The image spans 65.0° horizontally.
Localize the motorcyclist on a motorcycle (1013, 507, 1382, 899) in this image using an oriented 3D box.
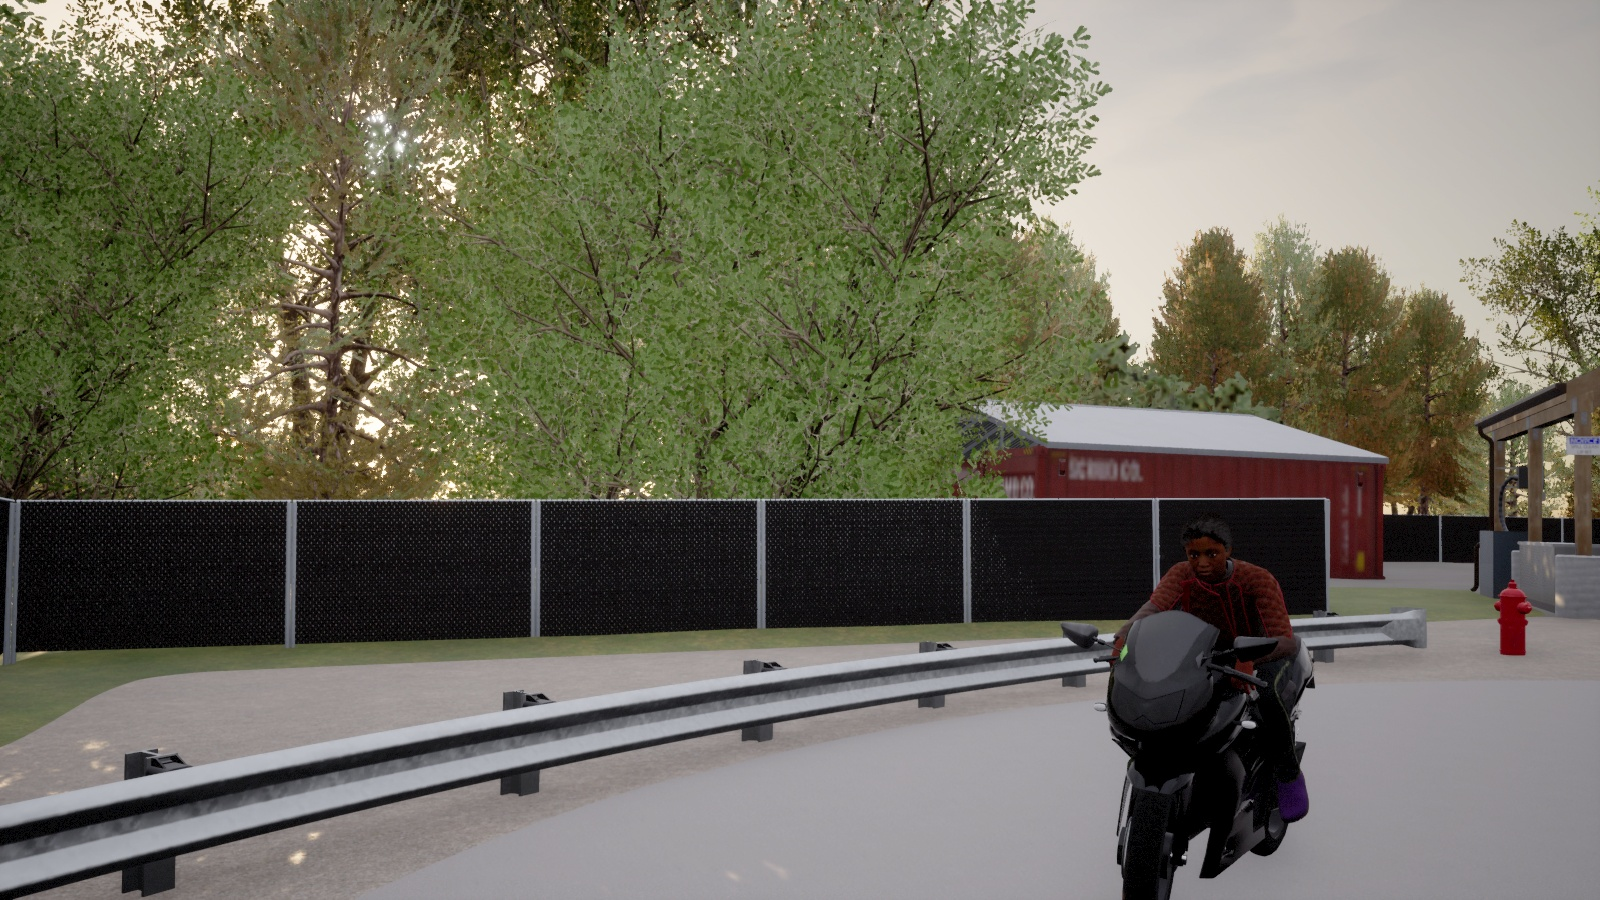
[{"bbox_3d":[1.675,0.996,5.020,0.797,1.523,2.044,-1,-3,36],"label":"motorcyclist on a motorcycle"}]
